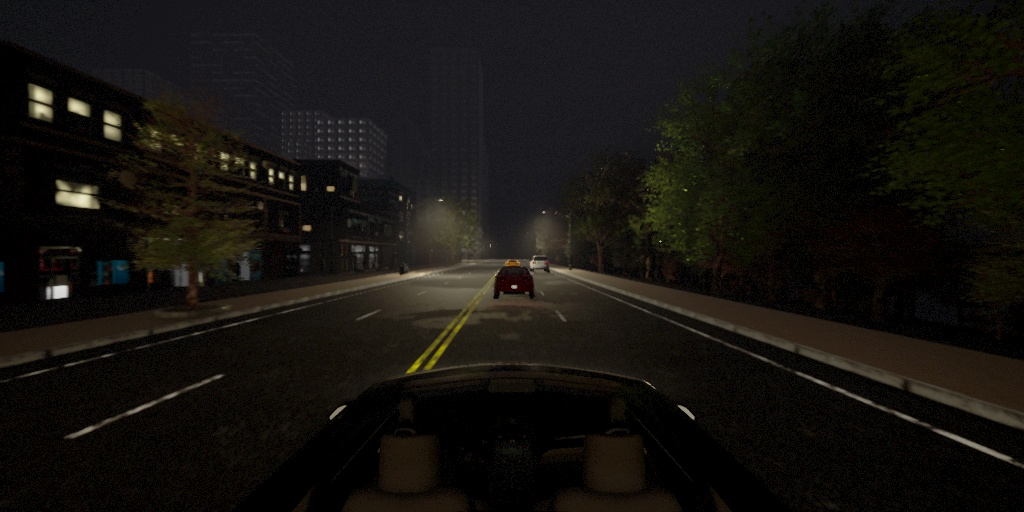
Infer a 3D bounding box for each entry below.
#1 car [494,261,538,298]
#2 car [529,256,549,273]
[{"bbox_3d":[0.099,1.233,18.665,1.882,1.535,5.008,0,0,0],"label":"car"},{"bbox_3d":[3.350,0.979,44.361,2.150,2.045,5.566,0,0,0],"label":"car"}]
